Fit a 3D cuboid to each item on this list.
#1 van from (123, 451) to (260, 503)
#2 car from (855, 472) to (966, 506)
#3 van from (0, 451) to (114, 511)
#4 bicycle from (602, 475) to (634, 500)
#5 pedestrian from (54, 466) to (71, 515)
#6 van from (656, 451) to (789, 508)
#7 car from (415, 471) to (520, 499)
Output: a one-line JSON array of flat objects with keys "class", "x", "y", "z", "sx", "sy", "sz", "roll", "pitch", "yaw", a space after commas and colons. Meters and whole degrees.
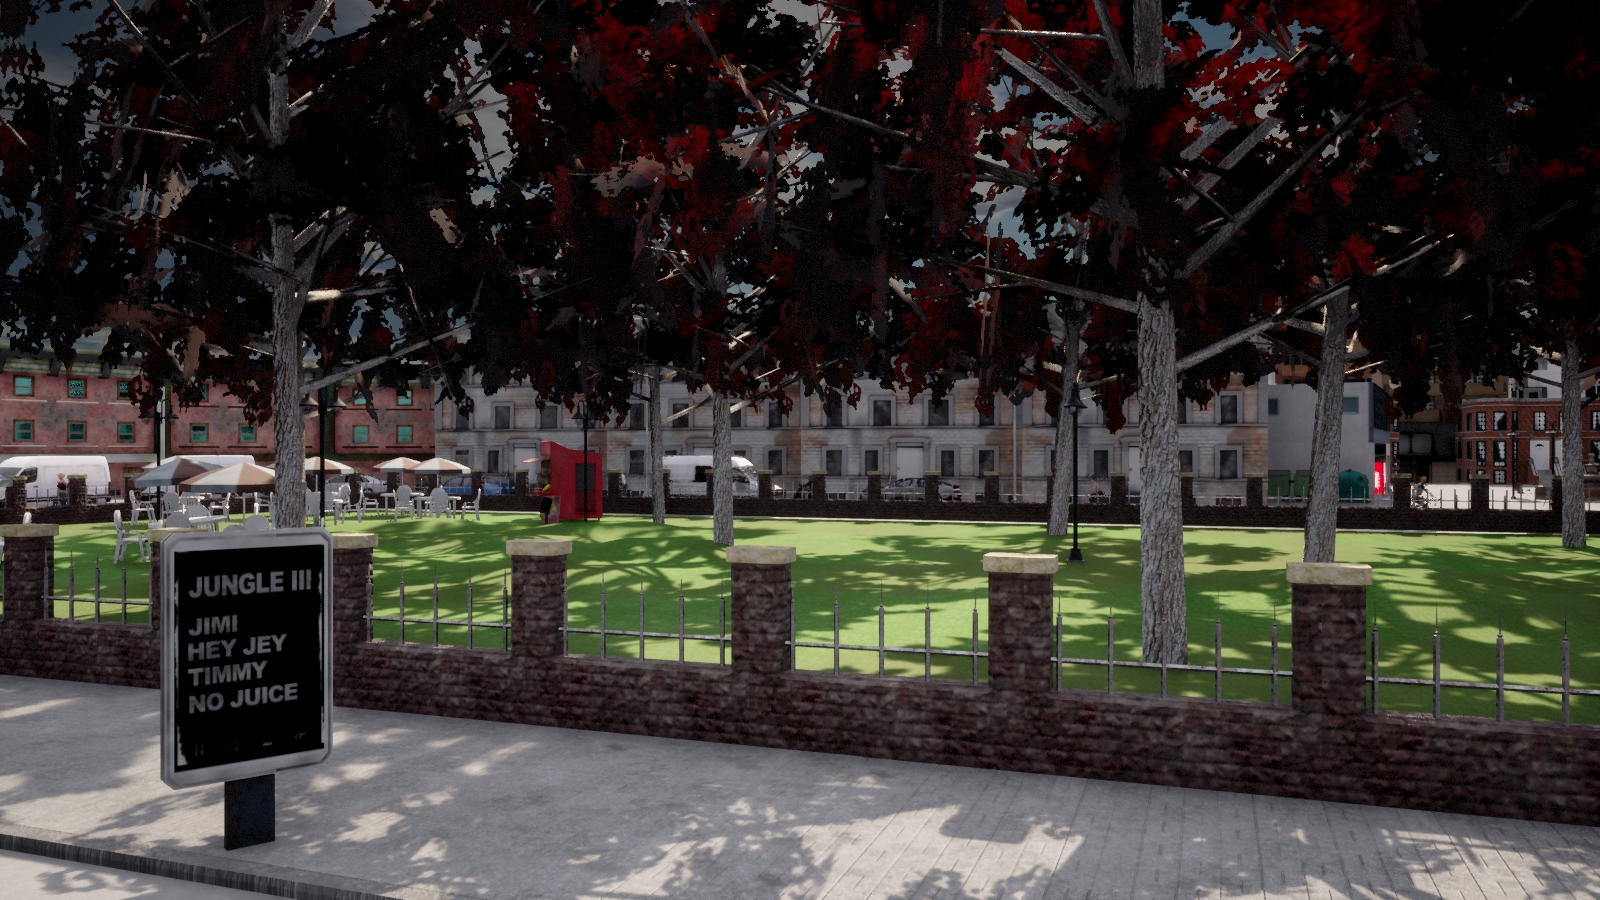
[{"class": "van", "x": -31.314, "y": 1.336, "z": 58.944, "sx": 1.988, "sy": 2.561, "sz": 5.915, "roll": 0, "pitch": 0, "yaw": 41}, {"class": "car", "x": 5.260, "y": 1.833, "z": 54.337, "sx": 4.902, "sy": 1.511, "sz": 2.128, "roll": 0, "pitch": 0, "yaw": 20}, {"class": "van", "x": -34.456, "y": 1.334, "z": 51.696, "sx": 1.988, "sy": 2.561, "sz": 5.915, "roll": 0, "pitch": 0, "yaw": 21}, {"class": "bicycle", "x": -9.502, "y": 1.948, "z": 59.688, "sx": 1.643, "sy": 1.296, "sz": 0.373, "roll": 0, "pitch": 0, "yaw": 20}, {"class": "pedestrian", "x": -28.179, "y": 1.542, "z": 43.650, "sx": 0.375, "sy": 1.860, "sz": 0.375, "roll": 0, "pitch": 0, "yaw": 14}, {"class": "van", "x": -3.614, "y": 1.323, "z": 53.361, "sx": 5.915, "sy": 2.561, "sz": 1.988, "roll": 0, "pitch": 0, "yaw": 20}, {"class": "car", "x": -18.262, "y": 1.902, "z": 62.828, "sx": 5.357, "sy": 1.411, "sz": 2.033, "roll": 0, "pitch": 0, "yaw": 19}]
